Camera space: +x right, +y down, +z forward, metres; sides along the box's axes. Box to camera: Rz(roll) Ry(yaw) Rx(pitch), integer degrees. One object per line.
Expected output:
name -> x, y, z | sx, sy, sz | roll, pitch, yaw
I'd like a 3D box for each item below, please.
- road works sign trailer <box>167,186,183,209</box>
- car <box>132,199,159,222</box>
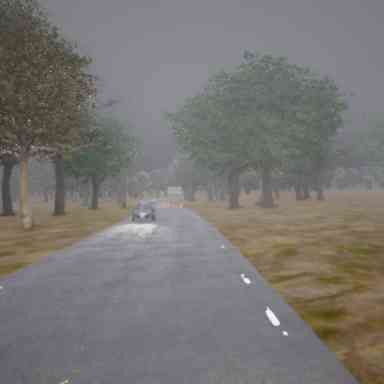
road works sign trailer -> -2.652, 0.820, 50.736 | 2.380, 3.560, 2.880 | 0, -1, -7
car -> -3.989, 1.636, 28.283 | 2.128, 1.511, 4.902 | 0, 0, -3
